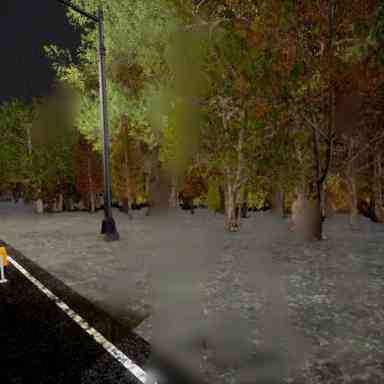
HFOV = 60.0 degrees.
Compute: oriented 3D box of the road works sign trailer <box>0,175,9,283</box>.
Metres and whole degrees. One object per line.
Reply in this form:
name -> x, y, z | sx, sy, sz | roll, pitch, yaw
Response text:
road works sign trailer -> -6.462, 0.537, 8.875 | 2.380, 3.560, 2.880 | -3, 2, -38
